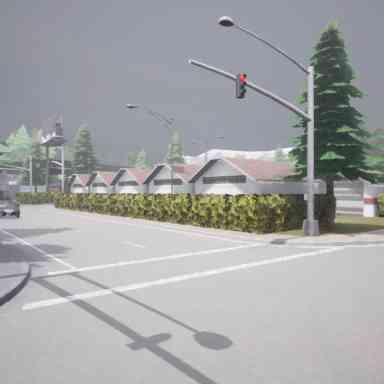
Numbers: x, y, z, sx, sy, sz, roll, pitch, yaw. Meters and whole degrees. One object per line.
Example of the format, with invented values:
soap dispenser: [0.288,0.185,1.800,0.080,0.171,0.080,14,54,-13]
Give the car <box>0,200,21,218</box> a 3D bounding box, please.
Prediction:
car: [-16.221,1.428,28.781,2.128,1.511,4.902,0,0,-38]
